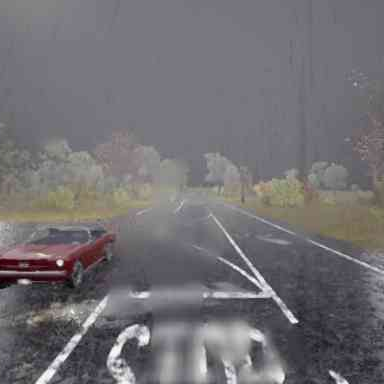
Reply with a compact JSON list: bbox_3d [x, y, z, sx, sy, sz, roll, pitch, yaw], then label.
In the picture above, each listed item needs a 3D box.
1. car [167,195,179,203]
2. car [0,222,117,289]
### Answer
[{"bbox_3d":[-3.412,1.207,59.564,2.128,1.511,4.902,0,0,0],"label":"car"},{"bbox_3d":[-3.496,1.558,9.152,1.895,1.301,4.718,0,0,0],"label":"car"}]
